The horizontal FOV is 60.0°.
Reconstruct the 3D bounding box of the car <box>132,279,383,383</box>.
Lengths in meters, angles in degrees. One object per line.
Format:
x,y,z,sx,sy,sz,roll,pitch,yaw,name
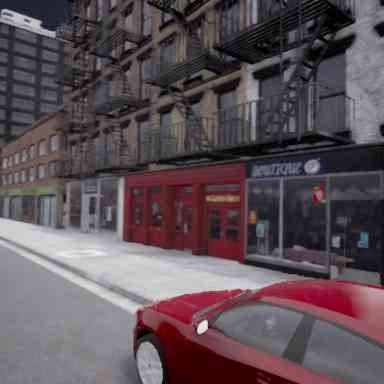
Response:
1.230,1.640,3.281,1.882,1.535,5.008,3,-3,-39,car
